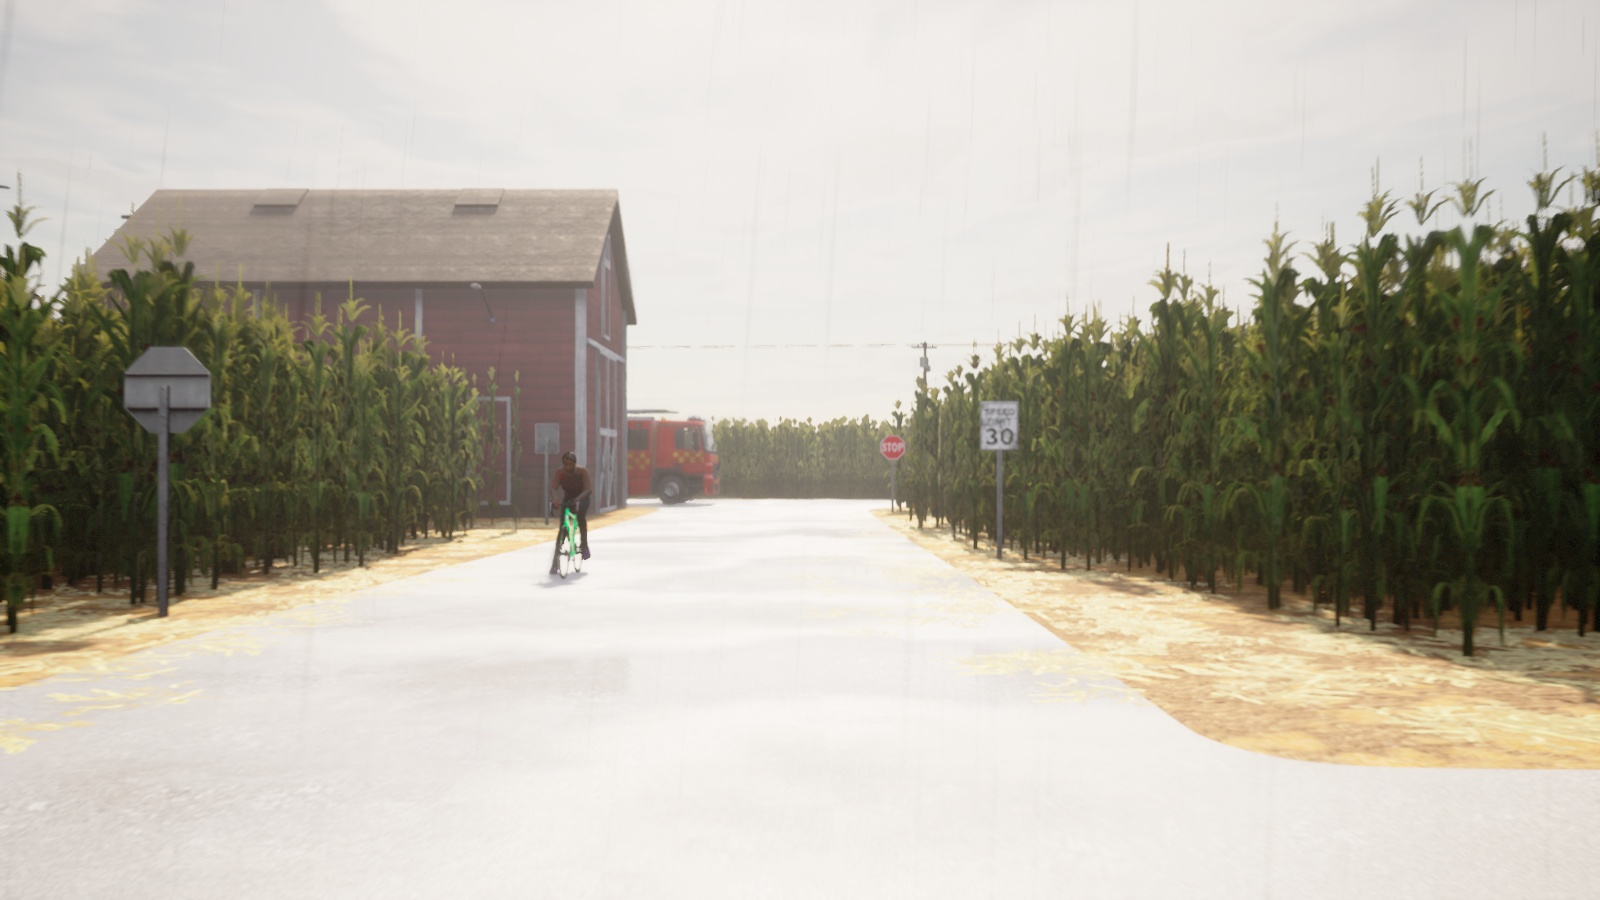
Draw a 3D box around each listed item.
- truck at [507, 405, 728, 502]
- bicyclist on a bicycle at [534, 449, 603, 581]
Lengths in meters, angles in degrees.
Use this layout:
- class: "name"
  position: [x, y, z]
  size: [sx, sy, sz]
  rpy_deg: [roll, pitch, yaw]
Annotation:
- class: "truck"
  position: [-7.265, 0.146, 50.763]
  size: [8.468, 3.827, 2.891]
  rpy_deg: [0, 0, 3]
- class: "bicyclist on a bicycle"
  position: [-2.989, 0.811, 16.326]
  size: [0.582, 1.620, 1.656]
  rpy_deg: [0, -1, 0]
